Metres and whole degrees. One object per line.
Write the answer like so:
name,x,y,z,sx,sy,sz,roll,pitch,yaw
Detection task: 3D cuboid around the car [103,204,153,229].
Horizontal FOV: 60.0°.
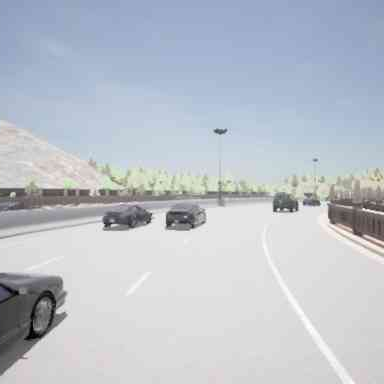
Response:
car,-4.064,1.492,21.444,1.812,1.442,4.674,0,0,14

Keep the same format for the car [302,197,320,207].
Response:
car,19.521,1.558,54.390,2.128,1.511,4.902,0,0,35

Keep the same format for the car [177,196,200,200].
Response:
car,-0.072,1.492,56.731,1.812,1.442,4.674,0,0,33

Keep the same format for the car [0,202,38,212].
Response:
car,-11.605,1.433,20.730,1.837,1.490,4.892,0,0,13

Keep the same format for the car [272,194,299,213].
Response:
car,10.923,1.256,38.665,2.150,2.045,5.566,0,0,28

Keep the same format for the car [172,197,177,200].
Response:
car,-2.064,1.480,60.070,1.812,1.442,4.674,0,0,34

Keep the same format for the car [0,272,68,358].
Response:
car,-3.249,1.529,3.486,2.033,1.411,5.357,0,0,3

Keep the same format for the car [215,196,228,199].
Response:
car,5.143,1.517,58.269,1.812,1.442,4.674,0,0,35

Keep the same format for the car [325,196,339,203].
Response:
car,28.556,1.448,67.651,1.882,1.535,5.008,0,0,35

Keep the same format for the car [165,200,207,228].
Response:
car,-0.311,1.490,22.004,1.837,1.490,4.892,0,0,15
